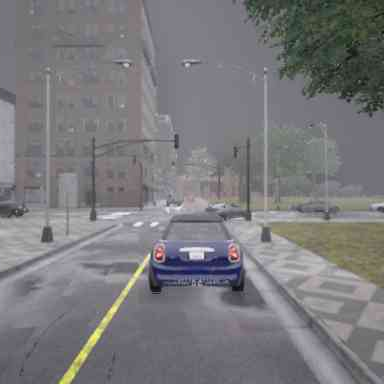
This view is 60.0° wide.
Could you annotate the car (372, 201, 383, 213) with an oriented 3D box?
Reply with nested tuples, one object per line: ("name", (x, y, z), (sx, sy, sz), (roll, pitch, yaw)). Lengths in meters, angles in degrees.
("car", (22.628, 1.612, 35.298), (5.357, 1.411, 2.033), (0, -1, 0))

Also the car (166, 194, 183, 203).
("car", (-2.930, 1.288, 53.124), (2.150, 2.045, 5.566), (0, 0, -2))

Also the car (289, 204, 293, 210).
("car", (13.808, 1.582, 38.532), (4.902, 1.511, 2.128), (0, -1, 0))

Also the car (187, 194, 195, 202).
("car", (-0.369, 1.529, 82.566), (2.097, 1.767, 4.553), (0, 0, 0))

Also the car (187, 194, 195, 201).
("car", (-0.390, 1.448, 92.846), (2.150, 2.045, 5.566), (0, 0, 0))

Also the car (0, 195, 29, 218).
("car", (-17.107, 1.185, 28.524), (5.566, 2.045, 2.150), (0, -1, 0))

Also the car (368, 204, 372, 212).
("car", (22.969, 1.626, 38.553), (4.674, 1.442, 1.812), (0, -1, 0))

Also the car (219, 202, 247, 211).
("car", (2.753, 1.516, 26.338), (1.812, 1.442, 4.674), (-2, 0, 37))

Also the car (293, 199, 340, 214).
("car", (13.390, 1.619, 35.270), (4.181, 1.385, 1.994), (0, -1, -1))

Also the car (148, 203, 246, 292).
("car", (0.101, 1.355, 9.077), (2.097, 1.767, 4.553), (0, 0, 0))
